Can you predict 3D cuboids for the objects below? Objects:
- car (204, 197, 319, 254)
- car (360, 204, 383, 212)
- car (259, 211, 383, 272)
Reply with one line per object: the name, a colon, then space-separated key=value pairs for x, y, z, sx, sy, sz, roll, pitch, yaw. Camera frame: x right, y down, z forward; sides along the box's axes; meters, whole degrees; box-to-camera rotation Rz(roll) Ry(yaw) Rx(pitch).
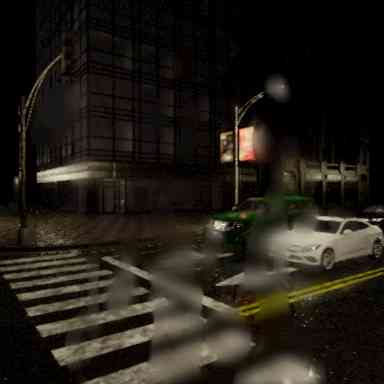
car: x=3.129 y=1.226 z=13.948 sx=5.566 sy=2.045 sz=2.150 roll=0 pitch=0 yaw=-36
car: x=11.472 y=1.501 z=19.944 sx=4.902 sy=1.511 sz=2.128 roll=0 pitch=0 yaw=-36
car: x=4.587 y=1.529 z=10.992 sx=4.674 sy=1.442 sz=1.812 roll=0 pitch=0 yaw=-36
